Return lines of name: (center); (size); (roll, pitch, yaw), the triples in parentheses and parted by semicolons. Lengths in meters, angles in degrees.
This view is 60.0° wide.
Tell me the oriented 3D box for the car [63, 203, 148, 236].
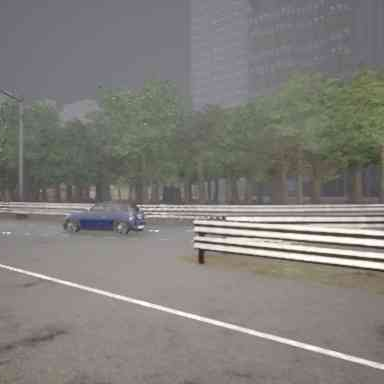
car: (-4.856, 1.382, 18.589); (4.553, 1.767, 2.097); (0, 0, 17)
